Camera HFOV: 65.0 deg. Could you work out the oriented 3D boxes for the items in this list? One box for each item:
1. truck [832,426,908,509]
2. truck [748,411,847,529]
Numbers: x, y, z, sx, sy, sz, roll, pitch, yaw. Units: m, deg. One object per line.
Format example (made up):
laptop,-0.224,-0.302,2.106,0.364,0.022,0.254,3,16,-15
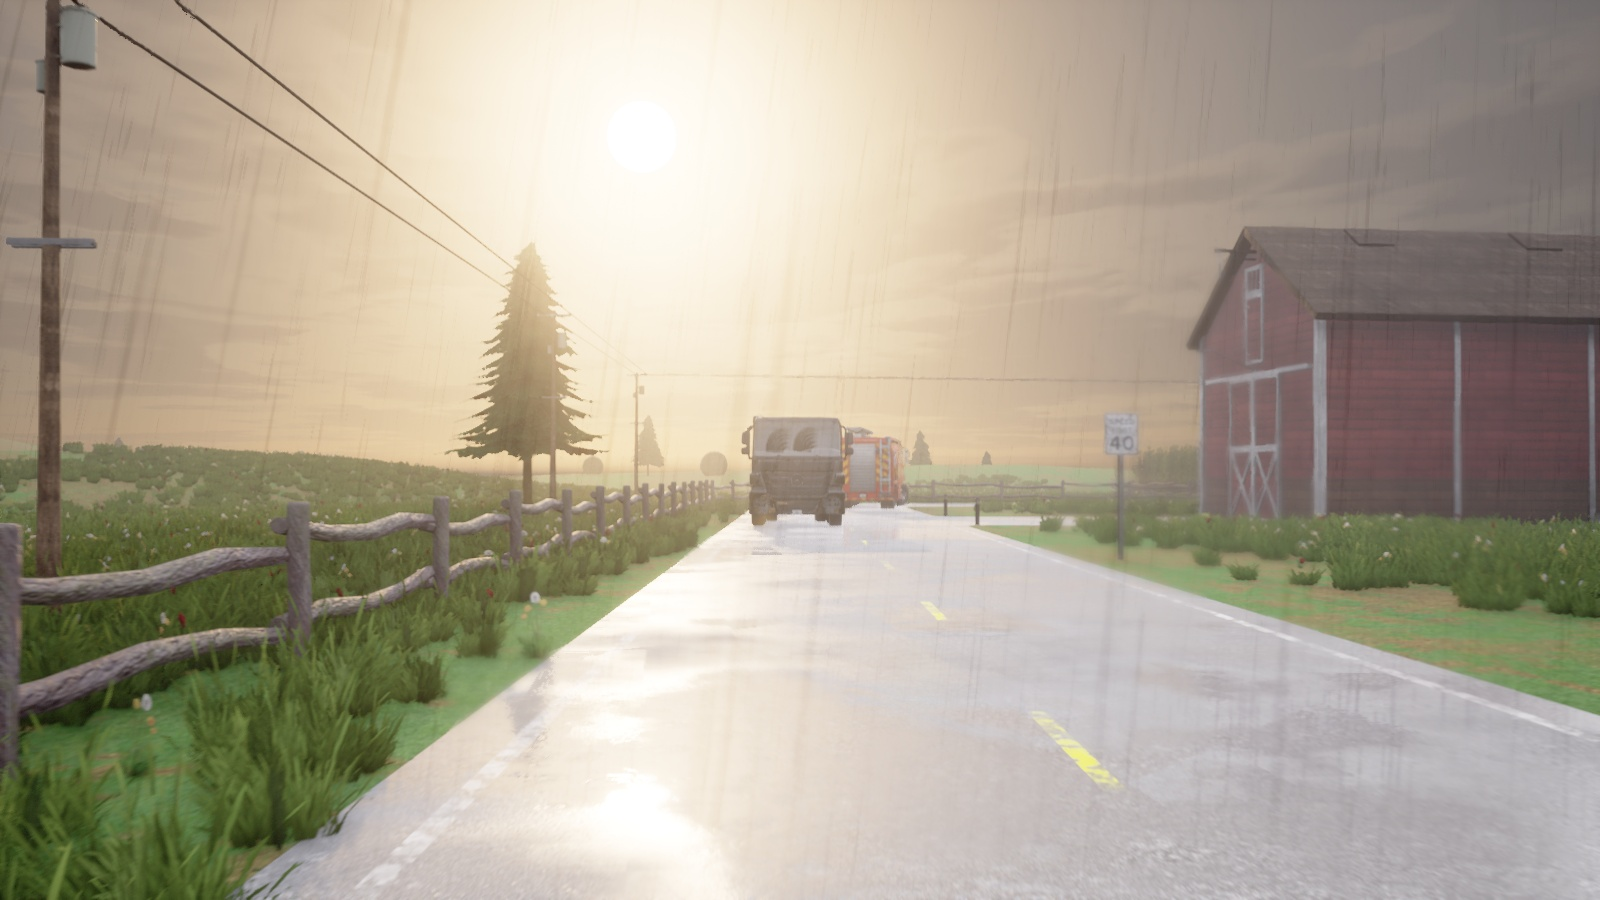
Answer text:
truck,3.610,0.902,62.602,2.891,3.827,8.468,-1,-1,9
truck,-0.102,0.666,41.058,2.891,3.462,7.936,0,-1,0
